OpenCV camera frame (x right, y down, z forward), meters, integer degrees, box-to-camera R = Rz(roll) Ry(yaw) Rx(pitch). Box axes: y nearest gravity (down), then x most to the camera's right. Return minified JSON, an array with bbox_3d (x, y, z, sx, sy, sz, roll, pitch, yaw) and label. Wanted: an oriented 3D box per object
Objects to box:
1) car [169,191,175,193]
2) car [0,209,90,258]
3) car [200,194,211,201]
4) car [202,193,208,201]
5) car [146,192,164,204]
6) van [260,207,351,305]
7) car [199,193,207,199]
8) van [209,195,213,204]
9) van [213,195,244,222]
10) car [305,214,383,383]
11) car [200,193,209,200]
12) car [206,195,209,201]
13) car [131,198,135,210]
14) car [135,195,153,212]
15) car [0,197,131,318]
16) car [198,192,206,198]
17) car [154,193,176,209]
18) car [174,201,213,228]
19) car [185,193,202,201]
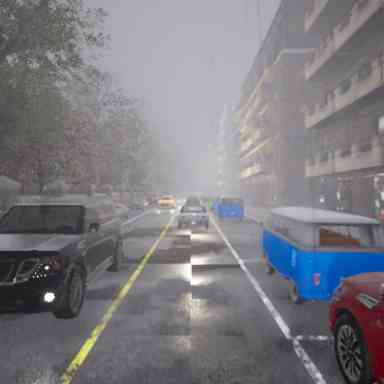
[{"bbox_3d":[-5.634,0.838,73.937,2.192,1.841,5.009,1,0,0],"label":"car"},{"bbox_3d":[-5.670,1.481,13.183,1.947,1.339,4.313,1,0,0],"label":"car"},{"bbox_3d":[2.738,1.124,68.411,1.947,1.339,4.313,1,0,0],"label":"car"},{"bbox_3d":[2.732,1.196,57.363,1.947,1.339,4.313,1,0,0],"label":"car"},{"bbox_3d":[-5.648,1.016,46.320,2.192,1.841,5.009,1,0,0],"label":"car"},{"bbox_3d":[2.712,1.291,7.652,1.690,1.788,3.998,1,0,0],"label":"van"},{"bbox_3d":[2.747,0.976,85.150,1.752,1.417,4.829,1,0,0],"label":"car"},{"bbox_3d":[2.723,1.149,29.746,1.690,1.788,3.998,1,0,0],"label":"van"},{"bbox_3d":[2.720,1.184,24.223,1.690,1.788,3.998,1,0,0],"label":"van"},{"bbox_3d":[2.709,1.300,2.129,2.192,1.841,5.009,1,0,0],"label":"car"},{"bbox_3d":[2.743,0.963,73.933,1.967,1.590,4.097,1,0,0],"label":"car"},{"bbox_3d":[2.722,1.296,35.440,1.752,1.417,4.829,1,0,0],"label":"car"},{"bbox_3d":[-5.664,1.370,24.059,1.752,1.417,4.829,1,0,0],"label":"car"},{"bbox_3d":[-5.658,1.323,35.275,2.008,1.369,4.403,1,0,0],"label":"car"},{"bbox_3d":[-3.082,1.174,7.645,2.150,2.045,5.566,0,0,0],"label":"car"},{"bbox_3d":[2.751,0.857,90.504,1.967,1.590,4.097,1,0,0],"label":"car"},{"bbox_3d":[-3.065,1.218,40.226,1.882,1.535,5.008,0,0,0],"label":"car"},{"bbox_3d":[0.087,1.464,21.198,1.895,1.301,4.718,0,0,0],"label":"car"},{"bbox_3d":[0.120,1.209,45.553,1.837,1.490,4.892,0,0,0],"label":"car"}]
